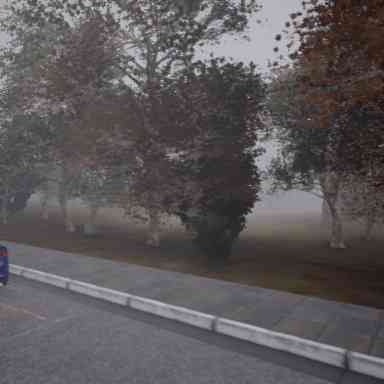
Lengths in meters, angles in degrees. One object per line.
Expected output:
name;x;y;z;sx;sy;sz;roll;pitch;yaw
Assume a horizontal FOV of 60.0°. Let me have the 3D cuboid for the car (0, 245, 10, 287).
car;-6.200;1.460;7.767;5.008;1.535;1.882;0;0;36
